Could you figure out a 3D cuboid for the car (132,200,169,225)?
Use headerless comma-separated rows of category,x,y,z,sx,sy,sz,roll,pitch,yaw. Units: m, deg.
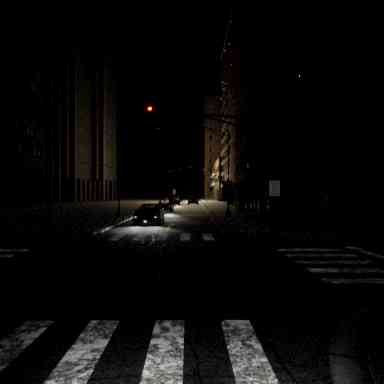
car,-3.061,1.549,24.439,2.033,1.411,5.357,0,0,0

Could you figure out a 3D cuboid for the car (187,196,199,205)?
car,0.196,1.525,57.937,1.812,1.442,4.674,0,0,0

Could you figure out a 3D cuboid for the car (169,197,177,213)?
car,-3.041,1.602,37.266,1.895,1.301,4.718,0,0,1

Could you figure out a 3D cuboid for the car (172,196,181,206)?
car,-2.936,1.492,56.172,2.128,1.511,4.902,0,0,1

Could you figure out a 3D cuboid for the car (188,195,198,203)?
car,0.208,1.476,67.846,1.882,1.535,5.008,0,0,0
